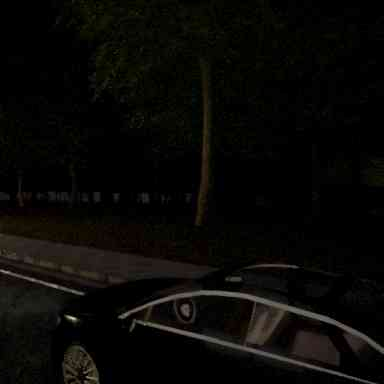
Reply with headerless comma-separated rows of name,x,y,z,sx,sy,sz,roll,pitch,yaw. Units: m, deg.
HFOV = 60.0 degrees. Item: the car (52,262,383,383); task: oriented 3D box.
car,0.584,1.489,3.269,4.902,1.511,2.128,0,0,36
